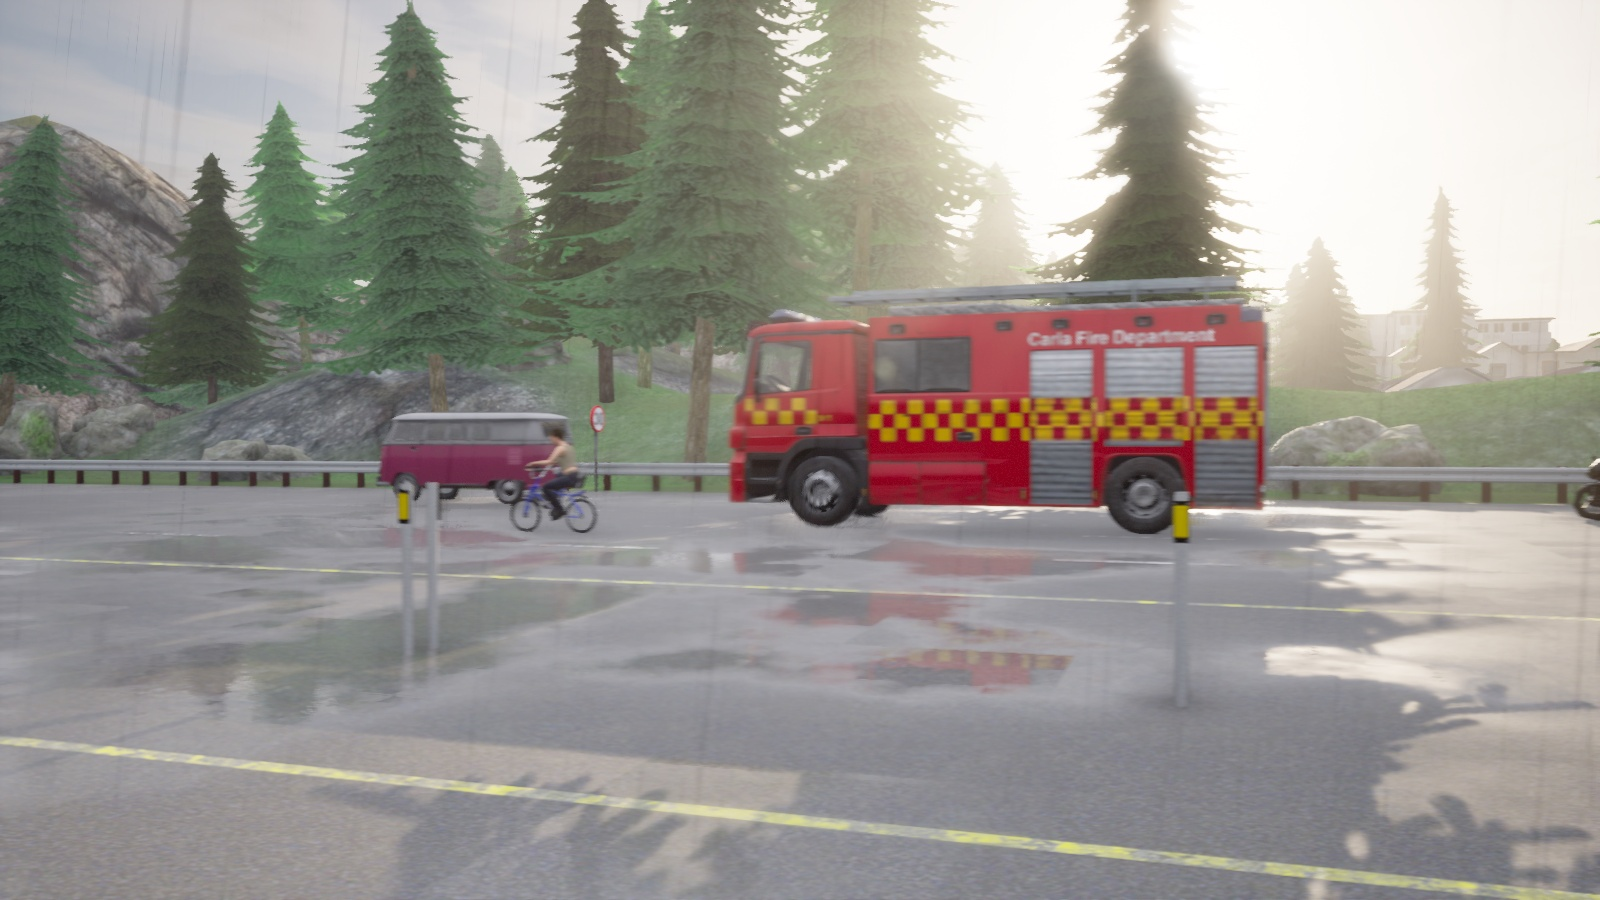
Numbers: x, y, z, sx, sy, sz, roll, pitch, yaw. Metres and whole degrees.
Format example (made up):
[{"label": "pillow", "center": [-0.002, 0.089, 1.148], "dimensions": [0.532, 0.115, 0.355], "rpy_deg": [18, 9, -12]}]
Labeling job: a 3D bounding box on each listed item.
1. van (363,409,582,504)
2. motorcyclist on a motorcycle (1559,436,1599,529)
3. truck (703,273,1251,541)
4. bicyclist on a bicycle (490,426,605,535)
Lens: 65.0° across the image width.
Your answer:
[{"label": "van", "center": [-7.239, 0.107, 27.781], "dimensions": [4.442, 1.987, 1.775], "rpy_deg": [1, 1, 19]}, {"label": "motorcyclist on a motorcycle", "center": [13.799, 0.529, 20.705], "dimensions": [2.044, 1.523, 0.797], "rpy_deg": [1, 1, 19]}, {"label": "truck", "center": [2.878, -0.659, 20.672], "dimensions": [8.468, 3.827, 2.891], "rpy_deg": [0, 1, 19]}, {"label": "bicyclist on a bicycle", "center": [-3.866, 0.440, 19.269], "dimensions": [1.509, 1.612, 0.866], "rpy_deg": [0, 1, 18]}]
